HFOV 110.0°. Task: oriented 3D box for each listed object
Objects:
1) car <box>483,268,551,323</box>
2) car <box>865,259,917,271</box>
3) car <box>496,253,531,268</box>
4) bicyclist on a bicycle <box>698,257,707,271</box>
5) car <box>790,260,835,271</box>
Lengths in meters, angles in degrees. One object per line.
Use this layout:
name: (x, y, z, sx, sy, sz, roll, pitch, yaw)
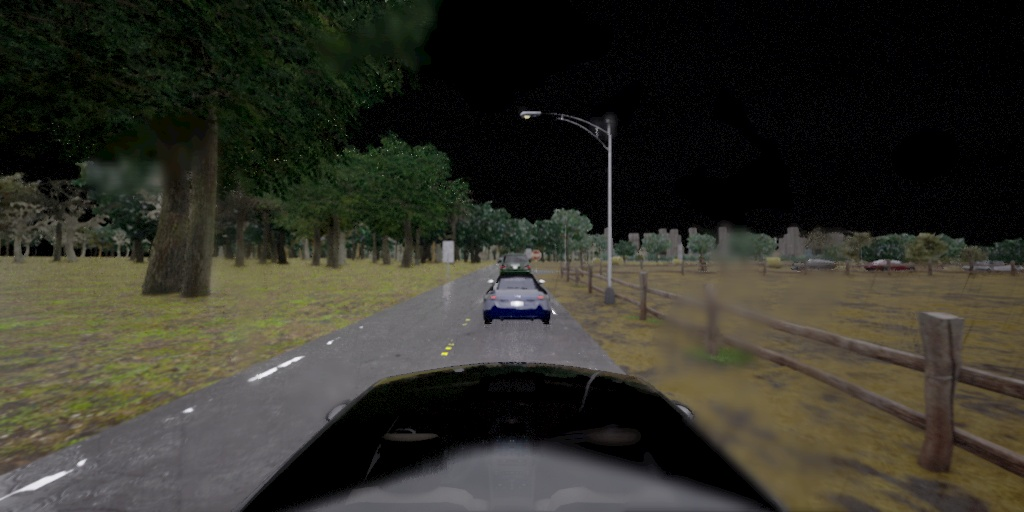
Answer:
car: (0.149, 1.251, 11.762, 1.994, 1.385, 4.181, 0, 0, 0)
car: (43.136, 1.098, 40.916, 4.674, 1.442, 1.812, 1, -1, 1)
car: (0.230, 0.837, 26.120, 2.150, 2.045, 5.566, 0, 0, 0)
bicyclist on a bicycle: (20.106, 0.959, 37.888, 0.582, 1.620, 1.656, 0, 0, 0)
car: (36.715, 1.156, 43.801, 4.674, 1.442, 1.812, 0, -1, 0)
